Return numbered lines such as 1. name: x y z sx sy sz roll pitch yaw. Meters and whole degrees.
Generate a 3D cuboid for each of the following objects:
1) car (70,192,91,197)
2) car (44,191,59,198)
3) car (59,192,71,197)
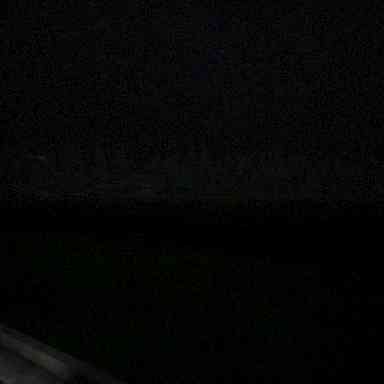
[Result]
1. car: -28.359 1.065 85.010 1.994 1.385 4.181 0 0 12
2. car: -35.283 1.054 86.111 1.895 1.301 4.718 0 0 12
3. car: -31.590 0.886 86.625 2.097 1.767 4.553 0 0 12
